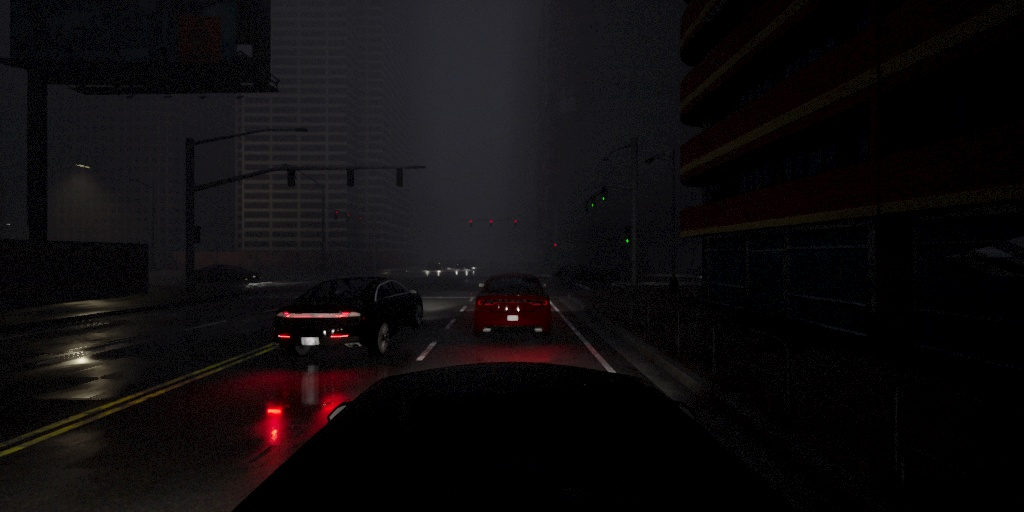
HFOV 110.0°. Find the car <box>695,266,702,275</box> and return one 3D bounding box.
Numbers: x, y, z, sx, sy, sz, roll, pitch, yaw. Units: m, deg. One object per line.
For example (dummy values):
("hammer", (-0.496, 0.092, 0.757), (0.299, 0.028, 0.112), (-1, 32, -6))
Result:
("car", (21.452, 1.219, 36.698), (5.008, 1.535, 1.882), (0, 0, 0))

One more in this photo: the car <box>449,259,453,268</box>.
("car", (-11.011, 1.283, 61.904), (2.033, 1.411, 5.357), (0, 0, 0))

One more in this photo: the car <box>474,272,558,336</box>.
("car", (0.012, 1.225, 10.440), (1.882, 1.535, 5.008), (0, 0, 0))

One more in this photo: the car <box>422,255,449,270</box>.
("car", (-10.963, 1.090, 51.705), (2.097, 1.767, 4.553), (0, 0, 0))

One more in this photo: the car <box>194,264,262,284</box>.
("car", (-20.669, 1.307, 25.956), (4.181, 1.385, 1.994), (0, 0, 0))

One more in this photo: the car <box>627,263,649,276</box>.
("car", (11.326, 1.342, 36.748), (4.718, 1.301, 1.895), (0, 0, 2))

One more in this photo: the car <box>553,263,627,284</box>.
("car", (5.355, 1.235, 26.011), (4.902, 1.511, 2.128), (0, 0, 0))

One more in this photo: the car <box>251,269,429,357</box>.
("car", (-3.476, 1.240, 8.552), (2.128, 1.511, 4.902), (0, 0, -1))

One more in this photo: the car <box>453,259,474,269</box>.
("car", (-7.489, 1.242, 55.614), (1.837, 1.490, 4.892), (0, 0, 0))
